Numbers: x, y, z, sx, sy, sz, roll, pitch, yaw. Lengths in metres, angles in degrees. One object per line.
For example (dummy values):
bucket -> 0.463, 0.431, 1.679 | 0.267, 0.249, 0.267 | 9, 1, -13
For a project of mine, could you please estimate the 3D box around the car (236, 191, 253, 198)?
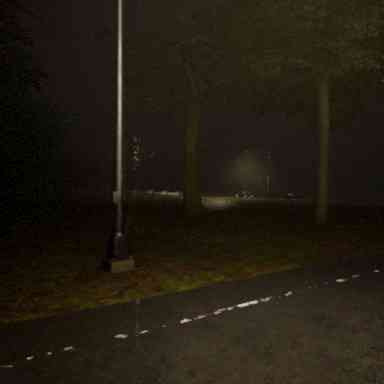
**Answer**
car -> 12.515, 0.524, 79.381 | 1.837, 1.490, 4.892 | 2, 0, -34

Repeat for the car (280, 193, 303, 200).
car -> 20.191, 0.947, 68.016 | 1.895, 1.301, 4.718 | 2, 0, -34
